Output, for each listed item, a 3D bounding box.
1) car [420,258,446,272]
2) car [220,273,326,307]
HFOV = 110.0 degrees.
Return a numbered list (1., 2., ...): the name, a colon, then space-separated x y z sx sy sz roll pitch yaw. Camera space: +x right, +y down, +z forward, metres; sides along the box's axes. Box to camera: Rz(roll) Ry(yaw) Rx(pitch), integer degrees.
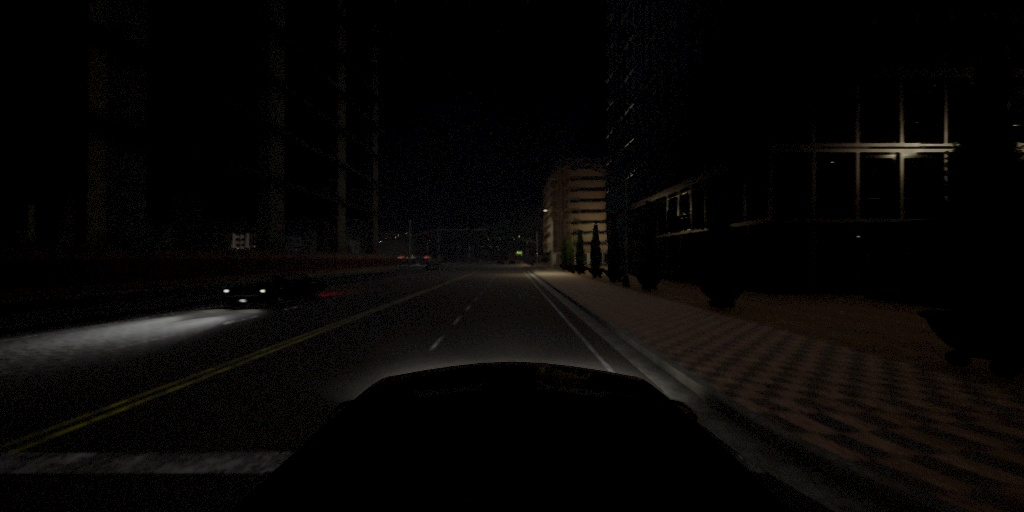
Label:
1. car: -10.512 1.387 48.632 2.128 1.511 4.902 0 0 0
2. car: -10.504 1.452 16.219 1.895 1.301 4.718 0 0 0
